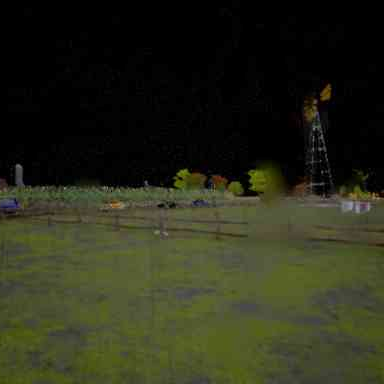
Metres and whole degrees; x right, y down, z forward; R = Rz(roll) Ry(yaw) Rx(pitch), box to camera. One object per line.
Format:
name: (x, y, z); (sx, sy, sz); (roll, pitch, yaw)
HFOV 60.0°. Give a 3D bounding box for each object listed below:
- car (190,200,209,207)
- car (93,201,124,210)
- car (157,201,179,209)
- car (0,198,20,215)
car: (1.482, 2.284, 66.016); (1.812, 1.442, 4.674); (-2, -2, 36)
car: (-12.792, 2.122, 51.102); (1.882, 1.535, 5.008); (-2, -1, 36)
car: (-4.191, 2.232, 58.059); (1.994, 1.385, 4.181); (-2, -2, 36)
car: (-22.552, 1.727, 37.608); (2.150, 2.045, 5.566); (-2, -1, 36)
